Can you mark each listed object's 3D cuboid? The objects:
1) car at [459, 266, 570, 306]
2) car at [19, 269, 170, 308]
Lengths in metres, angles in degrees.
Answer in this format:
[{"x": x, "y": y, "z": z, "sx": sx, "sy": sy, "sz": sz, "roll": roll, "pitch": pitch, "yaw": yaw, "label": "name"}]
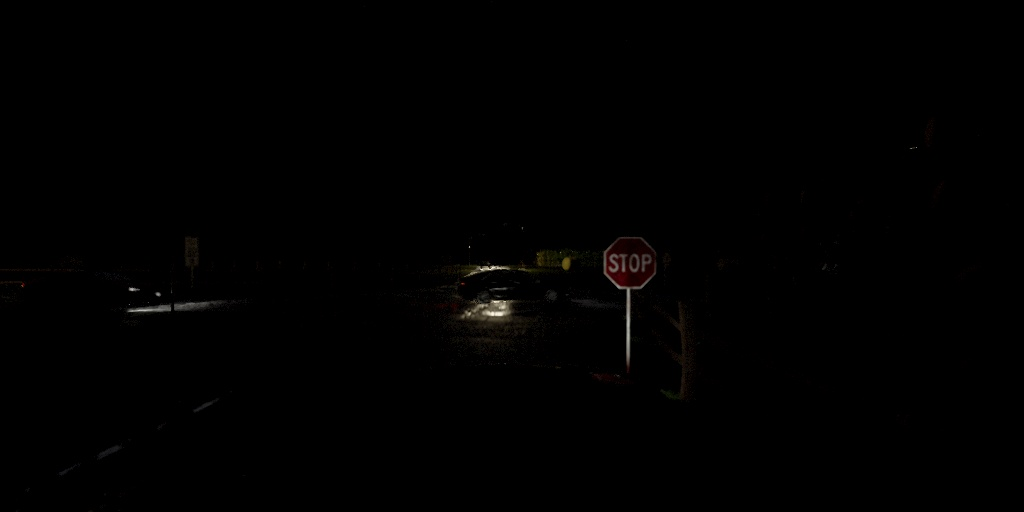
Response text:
[{"x": 0.115, "y": 1.353, "z": 15.970, "sx": 4.892, "sy": 1.490, "sz": 1.837, "roll": 0, "pitch": 0, "yaw": -5, "label": "car"}, {"x": -16.919, "y": 1.278, "z": 14.644, "sx": 4.674, "sy": 1.442, "sz": 1.812, "roll": 1, "pitch": 0, "yaw": -3, "label": "car"}]
